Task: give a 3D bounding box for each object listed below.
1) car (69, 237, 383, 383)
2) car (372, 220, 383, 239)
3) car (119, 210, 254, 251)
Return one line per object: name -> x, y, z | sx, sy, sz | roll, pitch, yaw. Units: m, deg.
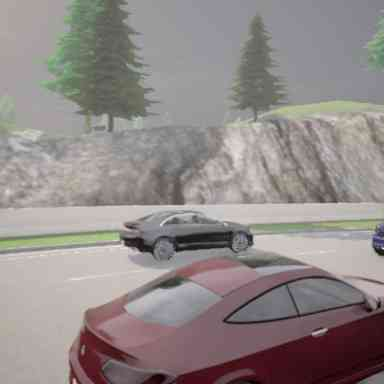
car -> 0.995, 1.495, 4.041 | 4.674, 1.442, 1.812 | 0, 0, -31
car -> 8.407, 1.313, 11.098 | 4.553, 1.767, 2.097 | 0, 1, -19
car -> -0.045, 1.391, 11.641 | 4.902, 1.511, 2.128 | 0, 0, -28
